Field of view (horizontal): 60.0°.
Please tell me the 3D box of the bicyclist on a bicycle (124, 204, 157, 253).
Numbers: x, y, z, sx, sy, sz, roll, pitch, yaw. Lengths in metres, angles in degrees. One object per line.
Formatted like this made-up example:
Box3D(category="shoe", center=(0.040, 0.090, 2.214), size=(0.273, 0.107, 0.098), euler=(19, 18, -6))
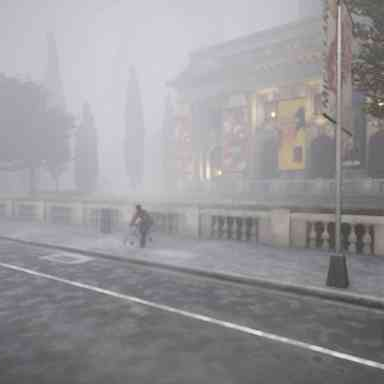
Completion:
Box3D(category="bicyclist on a bicycle", center=(-1.733, 1.244, 11.474), size=(0.582, 1.620, 1.656), euler=(0, 1, 35))
